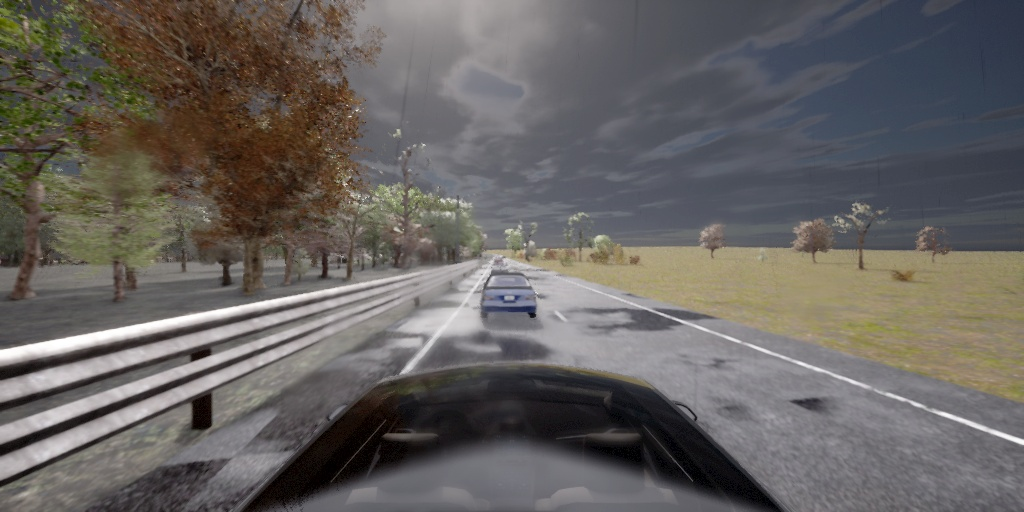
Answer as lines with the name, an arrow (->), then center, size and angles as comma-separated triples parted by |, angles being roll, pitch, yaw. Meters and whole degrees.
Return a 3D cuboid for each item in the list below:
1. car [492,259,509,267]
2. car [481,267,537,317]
car -> -1.241, 1.331, 39.135 | 1.895, 1.301, 4.718 | 0, 0, -2
car -> -0.178, 1.294, 13.127 | 2.033, 1.411, 5.357 | 0, 0, -2
